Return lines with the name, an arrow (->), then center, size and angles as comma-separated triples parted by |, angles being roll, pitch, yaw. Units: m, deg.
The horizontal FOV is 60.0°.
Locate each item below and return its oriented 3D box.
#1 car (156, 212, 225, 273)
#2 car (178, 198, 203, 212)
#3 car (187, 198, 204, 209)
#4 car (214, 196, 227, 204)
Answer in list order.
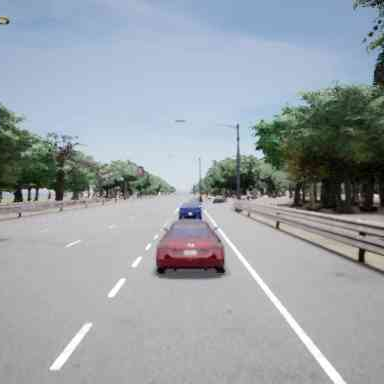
car -> -0.051, 1.587, 10.860 | 1.994, 1.385, 4.181 | 0, 0, 0
car -> -0.146, 1.554, 28.286 | 1.882, 1.535, 5.008 | 0, 0, 0
car -> 0.539, 1.629, 47.553 | 1.812, 1.442, 4.674 | -1, 0, 7
car -> 5.901, 1.632, 68.831 | 1.812, 1.442, 4.674 | -1, 0, 22
